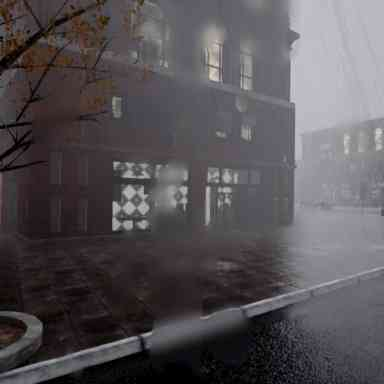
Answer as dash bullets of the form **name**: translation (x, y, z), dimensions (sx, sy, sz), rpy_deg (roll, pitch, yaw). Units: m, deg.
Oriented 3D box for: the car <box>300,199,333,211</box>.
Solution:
- **car**: translation (15.548, 1.612, 41.673), dimensions (2.008, 1.369, 4.403), rpy_deg (1, -1, -28)
